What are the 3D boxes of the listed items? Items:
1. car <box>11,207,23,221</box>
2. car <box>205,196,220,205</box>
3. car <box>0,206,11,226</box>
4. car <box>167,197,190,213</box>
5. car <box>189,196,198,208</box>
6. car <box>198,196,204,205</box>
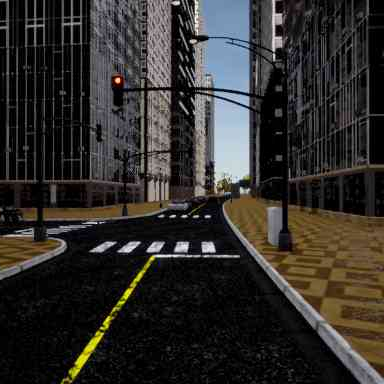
[{"bbox_3d":[-16.497,1.854,28.020,4.403,1.369,2.008,-1,1,10],"label":"car"},{"bbox_3d":[3.801,1.438,58.845,1.837,1.490,4.892,0,0,7],"label":"car"},{"bbox_3d":[-14.893,1.734,21.873,4.892,1.490,1.837,-1,0,10],"label":"car"},{"bbox_3d":[-1.597,1.576,36.867,1.895,1.301,4.718,0,0,4],"label":"car"},{"bbox_3d":[-0.787,1.452,46.179,2.128,1.511,4.902,0,0,5],"label":"car"},{"bbox_3d":[0.320,1.489,56.553,2.033,1.411,5.357,0,0,7],"label":"car"}]
